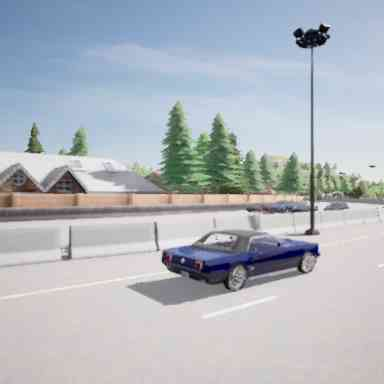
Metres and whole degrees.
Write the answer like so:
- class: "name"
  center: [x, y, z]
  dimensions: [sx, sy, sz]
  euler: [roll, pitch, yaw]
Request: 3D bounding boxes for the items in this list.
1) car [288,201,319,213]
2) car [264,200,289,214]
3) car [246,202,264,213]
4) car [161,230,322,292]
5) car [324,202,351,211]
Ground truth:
- class: "car"
  center: [13.795, 2.061, 40.235]
  dimensions: [1.994, 1.385, 4.181]
  euler: [0, -1, 42]
- class: "car"
  center: [11.701, 1.877, 43.157]
  dimensions: [2.097, 1.767, 4.553]
  euler: [0, -1, 41]
- class: "car"
  center: [9.186, 2.114, 45.585]
  dimensions: [1.994, 1.385, 4.181]
  euler: [0, -1, 41]
- class: "car"
  center: [1.591, 1.714, 9.333]
  dimensions: [4.718, 1.301, 1.895]
  euler: [1, -1, -38]
- class: "car"
  center: [16.839, 1.988, 38.400]
  dimensions: [1.837, 1.490, 4.892]
  euler: [0, -1, 41]
